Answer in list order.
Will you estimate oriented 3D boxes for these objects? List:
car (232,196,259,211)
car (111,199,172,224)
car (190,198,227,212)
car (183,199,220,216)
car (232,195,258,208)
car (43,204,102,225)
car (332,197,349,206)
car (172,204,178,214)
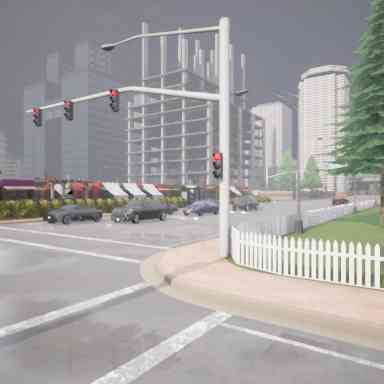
[{"bbox_3d":[6.623,1.504,40.790,1.837,1.490,4.892,0,0,34],"label":"car"},{"bbox_3d":[-3.951,1.351,25.160,2.097,1.767,4.553,0,0,34],"label":"car"},{"bbox_3d":[2.150,1.546,40.438,2.033,1.411,5.357,0,0,34],"label":"car"},{"bbox_3d":[0.995,1.525,32.459,1.812,1.442,4.674,0,0,34],"label":"car"},{"bbox_3d":[7.846,1.351,48.796,2.097,1.767,4.553,0,0,34],"label":"car"},{"bbox_3d":[-8.663,1.563,24.438,1.994,1.385,4.181,0,0,34],"label":"car"},{"bbox_3d":[24.017,1.477,53.697,1.882,1.535,5.008,0,0,34],"label":"car"},{"bbox_3d":[-3.488,1.546,32.098,2.033,1.411,5.357,0,0,34],"label":"car"}]
